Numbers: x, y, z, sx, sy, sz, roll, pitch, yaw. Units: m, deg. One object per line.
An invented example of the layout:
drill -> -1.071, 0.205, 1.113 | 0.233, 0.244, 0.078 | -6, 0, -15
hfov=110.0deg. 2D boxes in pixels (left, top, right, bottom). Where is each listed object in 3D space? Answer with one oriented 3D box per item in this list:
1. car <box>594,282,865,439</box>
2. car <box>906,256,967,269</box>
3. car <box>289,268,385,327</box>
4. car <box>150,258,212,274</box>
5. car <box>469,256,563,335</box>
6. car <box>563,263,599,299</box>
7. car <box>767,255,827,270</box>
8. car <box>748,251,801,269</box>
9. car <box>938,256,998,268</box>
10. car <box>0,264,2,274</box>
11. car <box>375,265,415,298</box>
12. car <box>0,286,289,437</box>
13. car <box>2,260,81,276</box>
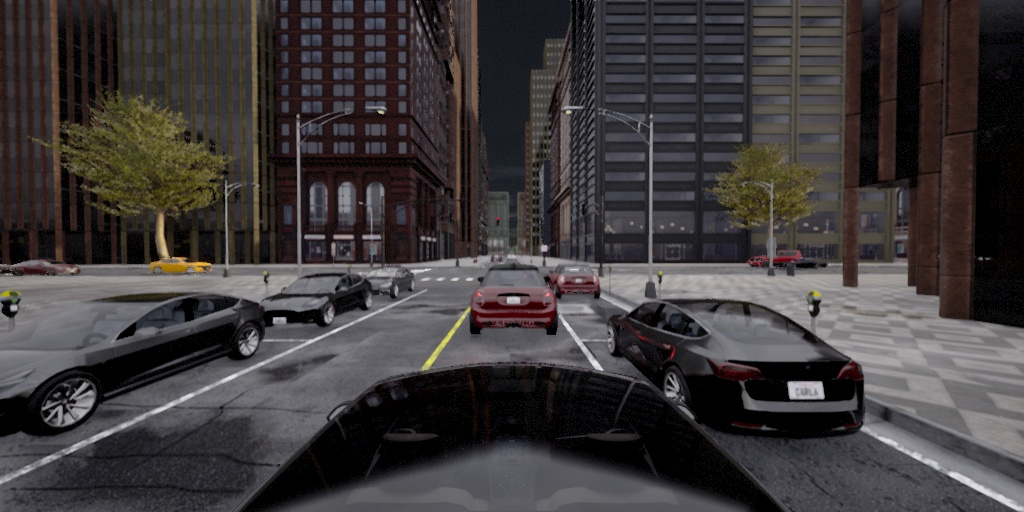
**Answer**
car -> 2.760, 1.271, 5.448 | 1.948, 1.339, 4.313 | 0, 0, 0
car -> 49.158, 0.709, 41.552 | 4.892, 1.490, 1.837 | 0, 1, 0
car -> -5.766, 1.204, 11.080 | 1.948, 1.339, 4.313 | 0, 0, 0
car -> -32.011, 0.929, 34.764 | 5.008, 1.535, 1.882 | 0, 1, 0
car -> 0.058, 1.000, 10.247 | 2.097, 1.767, 4.553 | 0, 1, 1
car -> 2.758, 1.012, 16.720 | 1.967, 1.591, 4.097 | 0, 0, 0
car -> 30.635, 0.836, 38.355 | 4.718, 1.301, 1.895 | 0, 1, 0
car -> 30.549, 0.399, 41.594 | 5.566, 2.045, 2.150 | -1, 1, 0
car -> 49.166, 0.722, 38.302 | 5.008, 1.535, 1.882 | 0, 1, 0
car -> -52.237, 1.070, 34.814 | 5.357, 1.411, 2.033 | 0, 1, 0
car -> -5.767, 1.123, 16.717 | 2.007, 1.370, 4.403 | 0, 0, 0
car -> -5.765, 1.271, 5.444 | 1.948, 1.339, 4.313 | 0, 0, 0
car -> -40.974, 1.057, 31.508 | 4.674, 1.442, 1.812 | 0, 1, 0
